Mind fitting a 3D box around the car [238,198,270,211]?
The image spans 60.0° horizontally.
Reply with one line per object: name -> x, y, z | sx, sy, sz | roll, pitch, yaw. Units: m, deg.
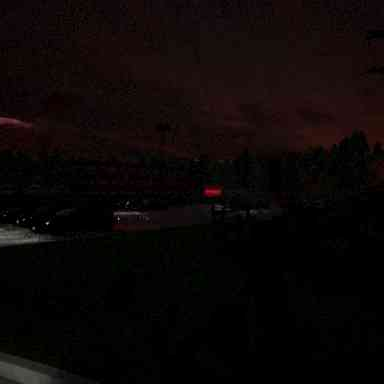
car -> 8.010, 1.506, 41.043 | 1.812, 1.442, 4.674 | 0, 0, 40

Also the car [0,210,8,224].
car -> -11.316, 1.528, 23.096 | 1.994, 1.385, 4.181 | 0, 0, 39

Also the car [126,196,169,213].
car -> -4.560, 1.489, 36.822 | 1.812, 1.442, 4.674 | 0, 0, 39

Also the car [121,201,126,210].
car -> -6.699, 1.310, 39.747 | 2.097, 1.767, 4.553 | 0, 0, 39

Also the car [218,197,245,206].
car -> 6.696, 1.527, 55.794 | 2.033, 1.411, 5.357 | 0, 0, 40

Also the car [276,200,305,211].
car -> 11.887, 1.588, 40.233 | 1.895, 1.301, 4.718 | 0, 0, 40

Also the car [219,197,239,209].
car -> 5.721, 1.538, 43.768 | 1.994, 1.385, 4.181 | 0, 0, 40

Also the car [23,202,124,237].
car -> -6.309, 1.501, 18.144 | 1.812, 1.442, 4.674 | 0, 0, 39

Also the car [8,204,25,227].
car -> -8.500, 1.475, 21.010 | 1.837, 1.490, 4.892 | 0, 0, 39

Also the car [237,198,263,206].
car -> 9.372, 1.577, 53.538 | 1.895, 1.301, 4.718 | 0, 0, 40
